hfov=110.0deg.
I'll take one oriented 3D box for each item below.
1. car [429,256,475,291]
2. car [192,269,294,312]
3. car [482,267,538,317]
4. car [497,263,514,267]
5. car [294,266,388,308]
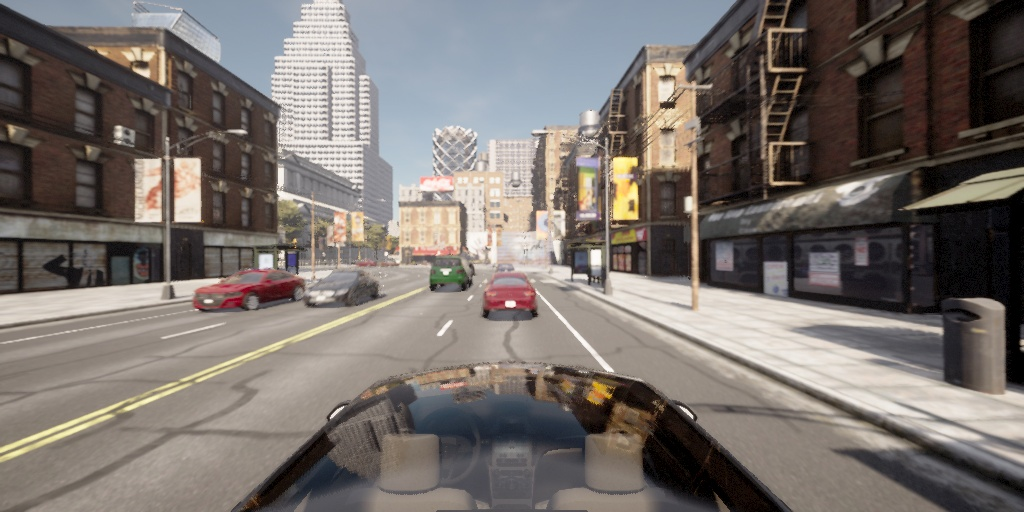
[{"bbox_3d":[-3.790,1.043,22.957,2.150,2.045,5.566,0,0,-1],"label":"car"},{"bbox_3d":[-10.838,1.343,15.244,1.882,1.535,5.008,0,0,-1],"label":"car"},{"bbox_3d":[-0.093,1.297,13.197,1.812,1.442,4.674,0,0,-1],"label":"car"},{"bbox_3d":[-0.654,1.359,33.556,2.033,1.411,5.357,0,0,-4],"label":"car"},{"bbox_3d":[-7.355,1.363,16.035,1.812,1.442,4.674,0,0,-1],"label":"car"}]
